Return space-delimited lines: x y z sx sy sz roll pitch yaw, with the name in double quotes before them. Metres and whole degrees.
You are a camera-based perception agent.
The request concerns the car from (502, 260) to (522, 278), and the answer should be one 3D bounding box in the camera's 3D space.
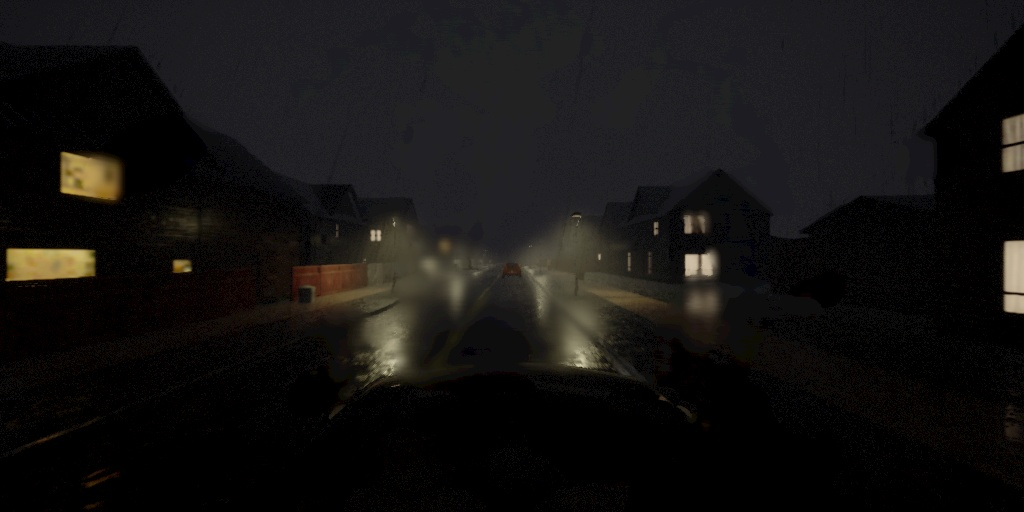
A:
"car" 0.009 1.317 35.138 1.882 1.535 5.008 0 -1 0
